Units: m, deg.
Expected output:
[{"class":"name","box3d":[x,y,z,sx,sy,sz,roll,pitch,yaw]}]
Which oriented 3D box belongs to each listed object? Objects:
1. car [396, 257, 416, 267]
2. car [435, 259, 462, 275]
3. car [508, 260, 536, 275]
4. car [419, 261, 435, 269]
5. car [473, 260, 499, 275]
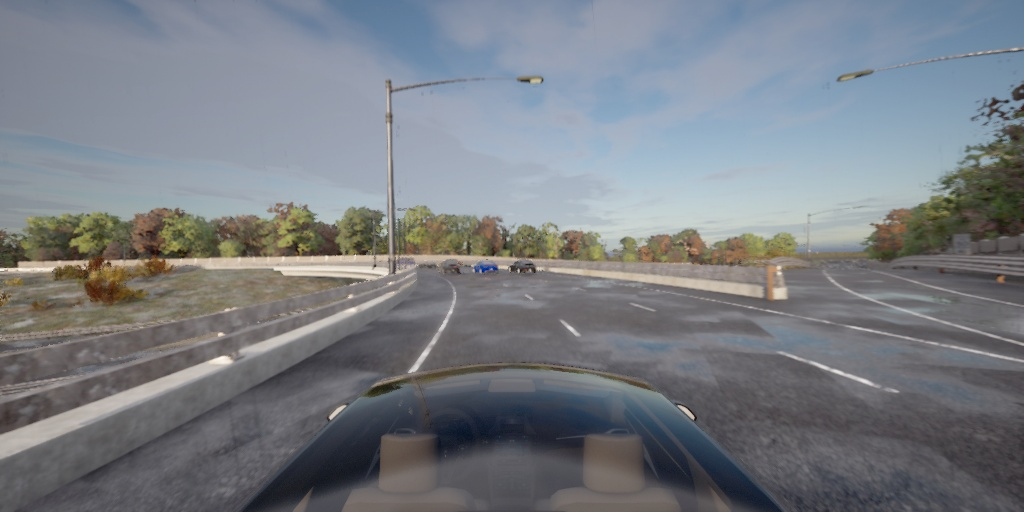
[{"class":"car","box3d":[-18.576,1.276,62.487,2.150,2.045,5.566,-1,0,-35]},{"class":"car","box3d":[-7.255,1.350,41.151,1.837,1.490,4.892,-1,0,-21]},{"class":"car","box3d":[1.059,1.178,38.763,1.837,1.490,4.892,-1,0,-19]},{"class":"car","box3d":[-14.761,1.574,63.149,1.895,1.301,4.718,-1,0,-34]},{"class":"car","box3d":[-2.980,1.235,39.736,1.882,1.535,5.008,-1,0,-20]}]
